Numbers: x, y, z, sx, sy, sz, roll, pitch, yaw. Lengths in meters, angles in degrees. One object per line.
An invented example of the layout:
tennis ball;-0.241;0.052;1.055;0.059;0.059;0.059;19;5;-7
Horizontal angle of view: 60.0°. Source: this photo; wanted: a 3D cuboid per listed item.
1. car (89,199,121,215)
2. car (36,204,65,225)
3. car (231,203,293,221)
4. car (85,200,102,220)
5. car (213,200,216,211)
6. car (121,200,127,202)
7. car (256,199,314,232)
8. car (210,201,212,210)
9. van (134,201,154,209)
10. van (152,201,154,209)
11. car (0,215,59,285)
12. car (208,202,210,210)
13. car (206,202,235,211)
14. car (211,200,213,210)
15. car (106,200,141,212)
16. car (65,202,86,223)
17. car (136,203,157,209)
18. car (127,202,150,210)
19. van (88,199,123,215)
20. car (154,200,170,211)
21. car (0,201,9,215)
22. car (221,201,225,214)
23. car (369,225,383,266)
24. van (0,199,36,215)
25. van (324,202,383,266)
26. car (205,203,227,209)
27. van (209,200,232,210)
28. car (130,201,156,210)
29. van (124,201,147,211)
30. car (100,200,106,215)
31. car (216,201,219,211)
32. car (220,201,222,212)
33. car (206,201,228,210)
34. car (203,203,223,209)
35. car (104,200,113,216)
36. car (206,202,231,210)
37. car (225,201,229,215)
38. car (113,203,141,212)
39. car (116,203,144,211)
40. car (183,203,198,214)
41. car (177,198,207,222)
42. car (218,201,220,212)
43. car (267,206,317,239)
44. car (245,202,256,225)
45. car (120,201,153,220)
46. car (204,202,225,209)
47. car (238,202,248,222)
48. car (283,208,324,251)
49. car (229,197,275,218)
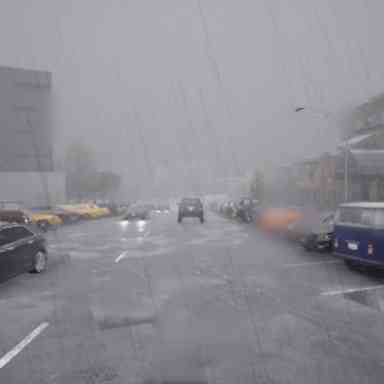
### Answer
car;-11.649;1.820;39.360;5.566;2.045;2.435;0;-1;-20
car;-11.293;1.669;21.486;5.366;1.575;1.946;0;-1;-20
car;6.454;1.806;30.568;5.366;1.575;1.946;1;-2;-20
car;-11.360;1.839;30.457;5.366;1.575;1.946;0;-1;-20
car;6.079;2.292;48.102;5.008;1.535;2.097;1;-2;-21
car;-11.481;2.156;42.422;5.366;1.575;1.946;0;-2;-21
car;6.334;1.474;18.767;4.553;1.767;2.185;1;-1;-20
car;5.996;2.486;53.968;4.892;1.521;2.231;1;-2;-21
van;-11.717;3.222;81.343;4.442;1.987;1.878;0;-2;-19
van;-11.572;3.022;75.432;4.442;1.987;1.878;0;-2;-19
car;-5.112;1.528;7.849;1.837;1.490;4.892;0;0;0
car;5.963;2.581;56.901;5.008;1.535;2.097;1;-2;-21
car;5.629;2.863;65.637;5.366;1.575;1.946;1;-2;-21
car;6.036;2.390;51.037;4.892;1.521;2.231;1;-2;-21
car;-11.837;2.400;57.349;5.566;2.045;2.435;0;-2;-20
car;-11.480;1.811;27.414;4.792;1.488;2.163;0;-1;-20
car;-11.562;3.546;84.373;5.008;1.535;2.097;0;-2;-19
car;-11.685;3.023;72.394;4.553;1.767;2.185;0;-2;-19
van;-11.804;2.028;45.313;4.442;1.987;1.878;0;-2;-21
car;-5.508;2.602;64.625;2.150;2.045;5.566;0;-2;0
car;-11.404;1.464;15.439;4.553;1.767;2.185;-1;0;-20
car;6.218;1.945;36.369;5.008;1.535;2.097;1;-2;-21
car;6.413;1.530;7.034;4.674;1.452;2.002;1;0;-20
van;-11.343;1.400;18.473;4.442;1.987;1.878;-1;-1;-20
van;6.512;1.285;10.013;4.442;1.987;1.878;1;-1;-20
car;5.593;3.287;77.487;4.792;1.488;2.163;1;-2;-21
van;5.860;2.744;68.689;4.442;1.987;1.878;1;-2;-21
car;-11.619;3.097;78.402;5.566;2.045;2.435;0;-2;-19
van;-11.859;2.824;69.344;4.442;1.987;1.878;0;-2;-19
car;-11.732;1.912;33.318;5.366;1.575;1.946;0;-1;-20
car;6.095;2.073;45.166;4.553;1.767;2.185;1;-2;-21
car;6.165;1.899;39.302;4.553;1.767;2.185;1;-2;-21
car;5.601;3.034;74.524;4.553;1.767;2.185;1;-2;-21
car;5.372;3.587;86.318;4.674;1.452;2.002;1;-2;-21
car;-11.764;1.987;36.309;5.366;1.575;1.946;0;-1;-21
car;5.697;3.063;71.579;5.008;1.535;2.097;1;-2;-21
car;6.260;1.874;33.439;5.008;1.535;2.097;1;-1;-20
car;-11.830;2.780;60.354;4.792;1.488;2.163;0;-2;-20
car;-11.803;2.851;63.373;4.892;1.521;2.231;0;-2;-20
car;-0.236;2.237;45.163;1.837;1.490;4.892;0;-3;-1
car;-0.114;1.540;29.455;2.150;2.045;5.566;0;-1;-1
car;6.164;2.148;42.229;4.674;1.452;2.002;1;-2;-21
car;6.351;1.594;15.822;4.792;1.488;2.163;1;0;-20
car;6.341;1.645;21.704;4.892;1.521;2.231;1;-1;-20
car;-5.152;1.878;31.635;1.837;1.490;4.892;0;-2;0
car;5.475;3.227;80.420;4.553;1.767;2.185;1;-2;-21
car;6.321;1.692;24.641;4.892;1.521;2.231;1;-1;-20
car;6.397;1.533;12.905;5.008;1.535;2.097;1;0;-20
car;6.334;1.497;27.592;5.566;2.045;2.435;1;-2;-20
